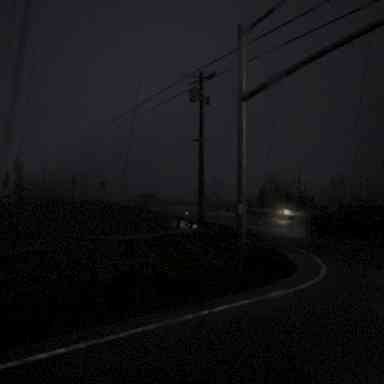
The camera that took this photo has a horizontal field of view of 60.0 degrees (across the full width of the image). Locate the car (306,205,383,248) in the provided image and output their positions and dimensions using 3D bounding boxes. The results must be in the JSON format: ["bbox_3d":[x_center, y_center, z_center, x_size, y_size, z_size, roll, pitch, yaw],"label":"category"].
[{"bbox_3d":[7.567,1.360,15.424,2.097,1.767,4.553,1,0,-30],"label":"car"}]
